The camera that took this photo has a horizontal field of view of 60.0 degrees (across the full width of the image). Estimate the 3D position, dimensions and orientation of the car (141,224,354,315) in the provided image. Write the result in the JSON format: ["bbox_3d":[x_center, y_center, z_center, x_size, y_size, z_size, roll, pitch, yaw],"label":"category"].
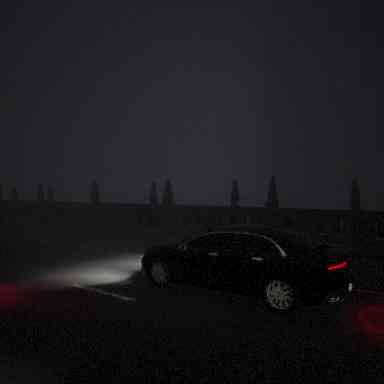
[{"bbox_3d":[0.978,1.503,7.592,4.892,1.490,1.837,0,0,35],"label":"car"}]
